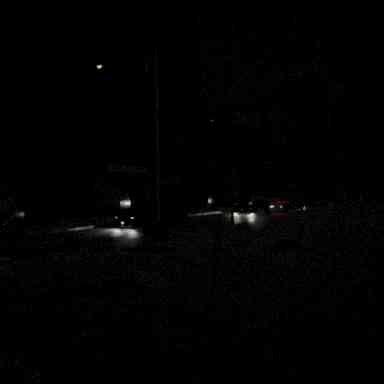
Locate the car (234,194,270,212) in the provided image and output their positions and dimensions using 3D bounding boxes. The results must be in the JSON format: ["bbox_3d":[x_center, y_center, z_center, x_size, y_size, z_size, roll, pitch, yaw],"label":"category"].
[{"bbox_3d":[5.972,1.044,33.128,2.097,1.767,4.553,-1,0,35],"label":"car"}]

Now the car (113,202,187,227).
[{"bbox_3d":[-2.464,1.362,21.263,2.033,1.411,5.357,-1,0,35],"label":"car"}]

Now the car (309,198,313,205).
[{"bbox_3d":[15.184,1.310,45.902,1.895,1.301,4.718,-1,-1,35],"label":"car"}]

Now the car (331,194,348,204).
[{"bbox_3d":[23.145,1.065,52.191,2.128,1.511,4.902,-1,-1,36],"label":"car"}]

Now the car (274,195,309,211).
[{"bbox_3d":[9.844,1.121,33.489,1.837,1.490,4.892,-1,-1,35],"label":"car"}]
